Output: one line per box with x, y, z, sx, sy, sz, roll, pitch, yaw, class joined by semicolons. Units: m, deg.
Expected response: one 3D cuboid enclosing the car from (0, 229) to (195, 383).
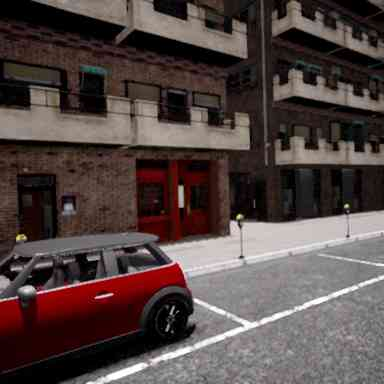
-2.050;1.413;4.649;4.097;1.590;1.967;-2;0;-35;car
